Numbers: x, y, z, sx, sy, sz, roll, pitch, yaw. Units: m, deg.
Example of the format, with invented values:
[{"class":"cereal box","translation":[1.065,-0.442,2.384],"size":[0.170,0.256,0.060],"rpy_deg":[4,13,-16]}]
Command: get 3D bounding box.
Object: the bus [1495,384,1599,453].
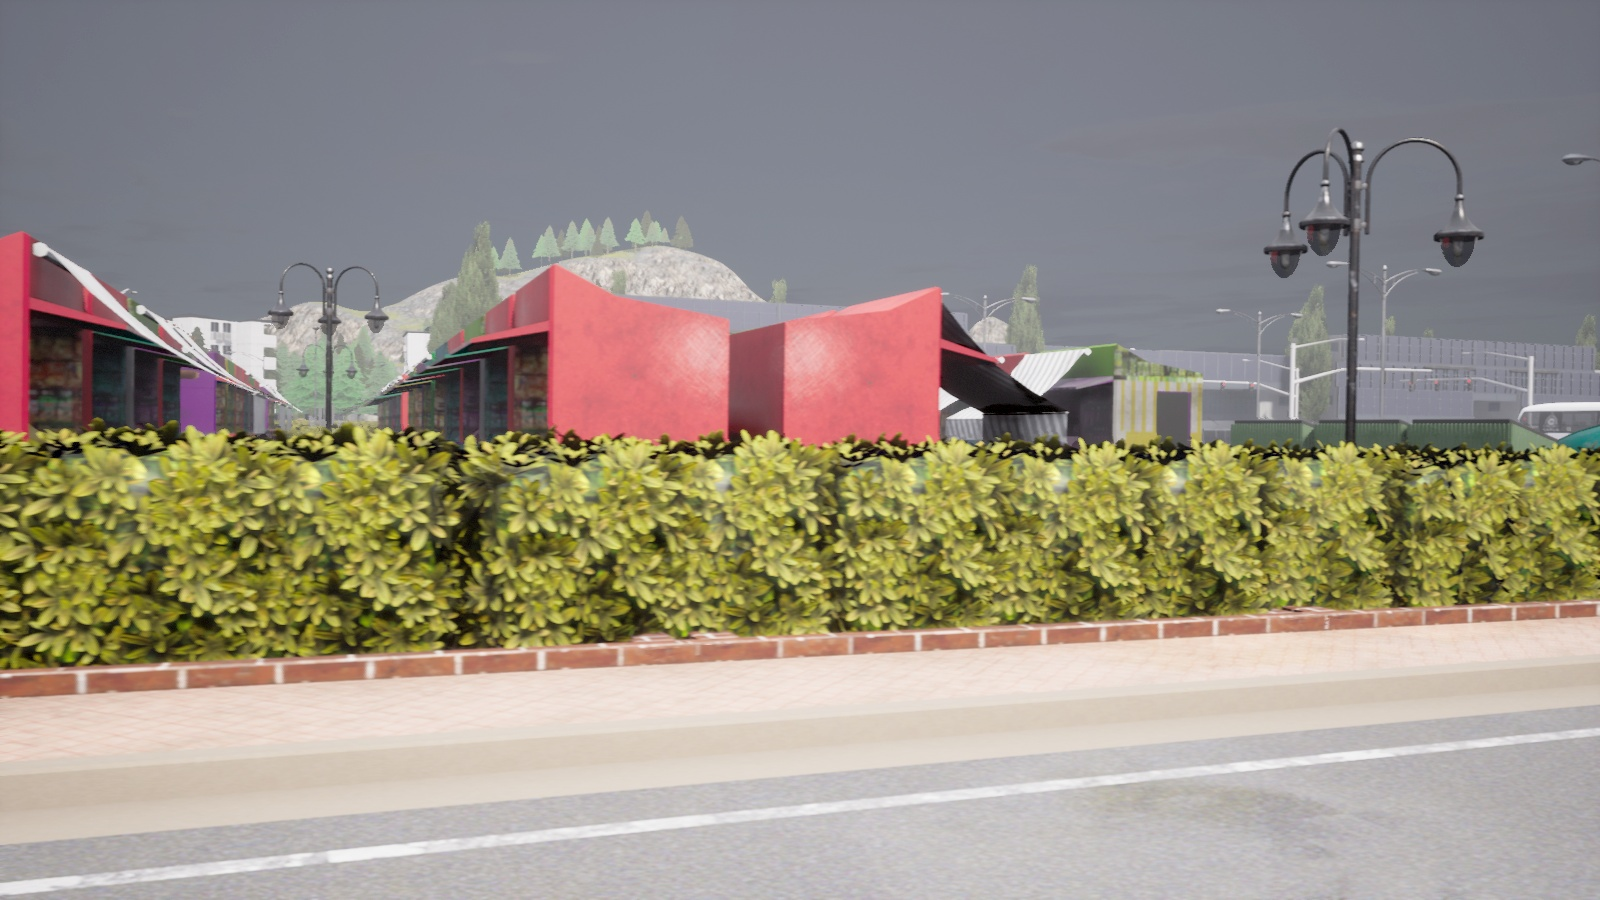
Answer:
[{"class":"bus","translation":[50.195,-1.973,79.980],"size":[3.944,4.253,10.273],"rpy_deg":[-1,1,-21]}]
